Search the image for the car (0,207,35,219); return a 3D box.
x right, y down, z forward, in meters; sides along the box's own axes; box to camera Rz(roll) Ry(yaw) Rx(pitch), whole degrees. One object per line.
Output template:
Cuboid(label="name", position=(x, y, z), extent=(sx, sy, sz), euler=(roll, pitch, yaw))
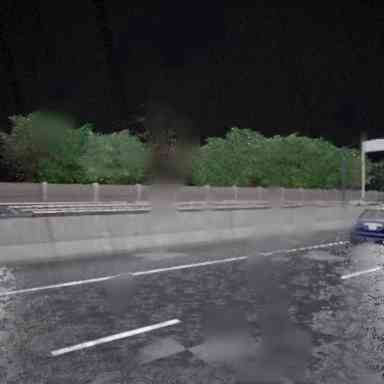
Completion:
Cuboid(label="car", position=(-9.427, 1.568, 14.464), extent=(4.181, 1.385, 1.994), euler=(0, 0, -35))

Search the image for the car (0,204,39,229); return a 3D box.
Cuboid(label="car", position=(-12.668, 1.557, 20.752), extent=(5.357, 1.411, 2.033), euler=(0, 0, -35))

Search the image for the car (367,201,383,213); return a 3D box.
Cuboid(label="car", position=(24.791, 1.913, 43.147), extent=(4.181, 1.385, 1.994), euler=(1, -1, -35))

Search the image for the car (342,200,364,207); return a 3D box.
Cuboid(label="car", position=(22.661, 1.872, 45.923), extent=(4.674, 1.442, 1.812), euler=(1, -1, -35))

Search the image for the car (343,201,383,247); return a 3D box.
Cuboid(label="car", position=(8.869, 1.442, 14.376), extent=(4.553, 1.767, 2.097), euler=(0, 0, -35))

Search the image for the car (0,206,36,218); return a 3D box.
Cuboid(label="car", position=(-10.973, 1.512, 17.662), extent=(4.892, 1.490, 1.837), euler=(0, 0, -36))
